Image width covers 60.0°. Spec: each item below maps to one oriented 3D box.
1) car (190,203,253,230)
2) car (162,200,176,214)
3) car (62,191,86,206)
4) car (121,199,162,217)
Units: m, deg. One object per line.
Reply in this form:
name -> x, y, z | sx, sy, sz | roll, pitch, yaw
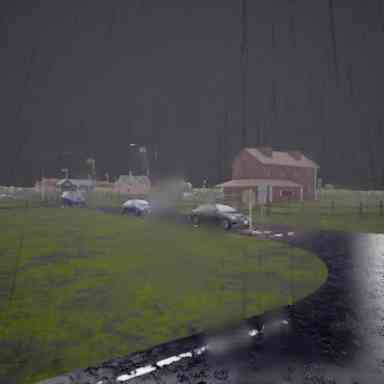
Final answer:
car -> 1.717, 1.456, 20.965 | 1.812, 1.442, 4.674 | 0, 0, -36
car -> -3.313, 1.430, 32.963 | 1.994, 1.385, 4.181 | 0, 0, -35
car -> -16.886, 0.928, 47.350 | 2.150, 2.045, 5.566 | 0, 0, -35
car -> -4.877, 1.379, 30.226 | 1.812, 1.442, 4.674 | 0, 0, -35
